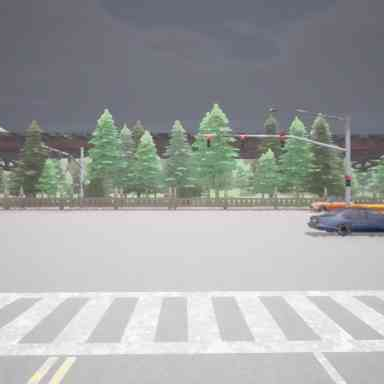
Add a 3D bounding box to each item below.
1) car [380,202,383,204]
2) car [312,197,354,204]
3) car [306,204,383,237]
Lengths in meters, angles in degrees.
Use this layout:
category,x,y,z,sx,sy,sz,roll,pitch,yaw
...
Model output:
category,x,y,z,sx,sy,sz,roll,pitch,yaw
car,16.876,1.564,28.586,4.181,1.385,1.994,0,0,-2
car,14.912,1.352,35.534,4.553,1.767,2.097,0,0,-2
car,8.958,1.547,17.645,5.357,1.411,2.033,0,0,-2
